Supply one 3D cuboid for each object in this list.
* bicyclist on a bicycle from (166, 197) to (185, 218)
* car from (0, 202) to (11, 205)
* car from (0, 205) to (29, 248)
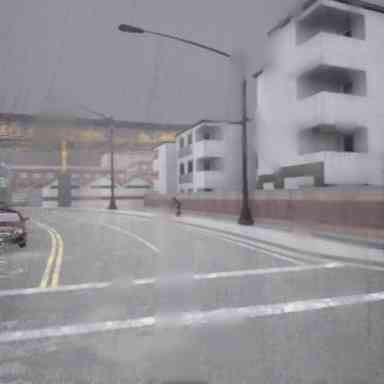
[{"bbox_3d":[-1.242,1.169,25.455,1.656,1.620,0.582,-1,0,-32],"label":"bicyclist on a bicycle"},{"bbox_3d":[-13.521,1.454,23.450,2.033,1.411,5.357,0,1,-39],"label":"car"},{"bbox_3d":[-8.129,1.498,14.359,1.812,1.442,4.674,-1,0,-25],"label":"car"}]
